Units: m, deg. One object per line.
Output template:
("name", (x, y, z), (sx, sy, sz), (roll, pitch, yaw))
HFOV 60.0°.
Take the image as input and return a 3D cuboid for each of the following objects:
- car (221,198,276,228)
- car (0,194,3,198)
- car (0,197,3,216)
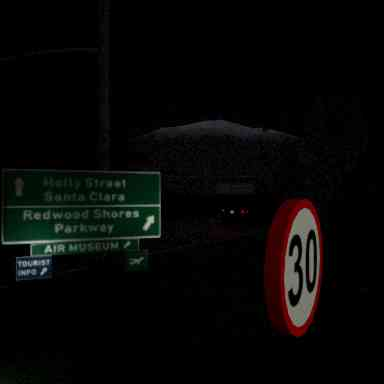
("car", (4.204, 1.413, 24.050), (2.150, 2.045, 5.566), (0, 0, 36))
("car", (-38.782, 1.490, 69.852), (4.514, 1.523, 2.007), (0, 0, 35))
("car", (-12.432, 1.505, 25.998), (1.905, 1.878, 3.866), (0, 0, 35))
